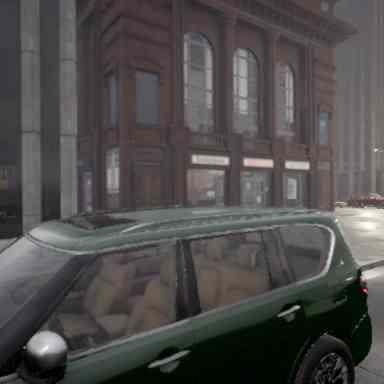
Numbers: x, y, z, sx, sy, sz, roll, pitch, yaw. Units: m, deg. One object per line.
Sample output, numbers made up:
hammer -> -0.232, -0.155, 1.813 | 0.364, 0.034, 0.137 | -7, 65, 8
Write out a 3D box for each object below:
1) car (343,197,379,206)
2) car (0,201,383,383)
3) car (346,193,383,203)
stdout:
car -> 24.270, 1.334, 47.887 | 1.802, 1.307, 4.206 | -1, 0, -35
car -> -0.647, 1.209, 2.915 | 5.566, 2.045, 2.150 | -1, 0, -35
car -> 20.562, 1.060, 38.362 | 2.192, 1.841, 5.009 | -1, 0, -35
